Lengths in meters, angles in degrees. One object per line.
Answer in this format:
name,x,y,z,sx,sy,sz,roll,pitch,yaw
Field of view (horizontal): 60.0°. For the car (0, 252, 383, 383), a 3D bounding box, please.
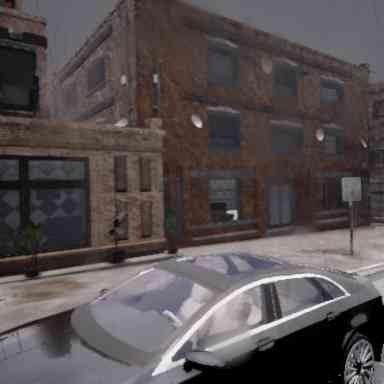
car,0.138,1.491,3.478,4.902,1.511,2.128,0,0,-35
